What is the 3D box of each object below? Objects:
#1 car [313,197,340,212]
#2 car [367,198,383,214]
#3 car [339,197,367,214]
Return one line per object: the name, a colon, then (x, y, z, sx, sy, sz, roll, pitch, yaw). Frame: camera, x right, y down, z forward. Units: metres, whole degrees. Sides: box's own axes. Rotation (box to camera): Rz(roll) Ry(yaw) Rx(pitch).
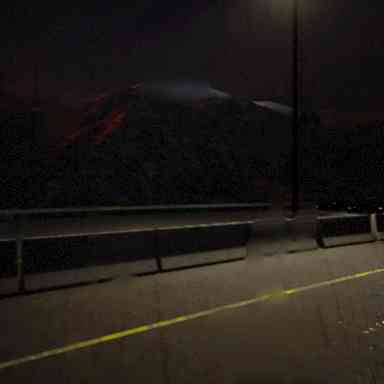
car: (15.555, 1.343, 36.450, 4.902, 1.511, 2.128, 0, 0, -24)
car: (19.157, 1.086, 30.435, 5.566, 2.045, 2.150, 0, 0, -24)
car: (17.670, 1.361, 33.574, 4.892, 1.490, 1.837, 0, 0, -24)
